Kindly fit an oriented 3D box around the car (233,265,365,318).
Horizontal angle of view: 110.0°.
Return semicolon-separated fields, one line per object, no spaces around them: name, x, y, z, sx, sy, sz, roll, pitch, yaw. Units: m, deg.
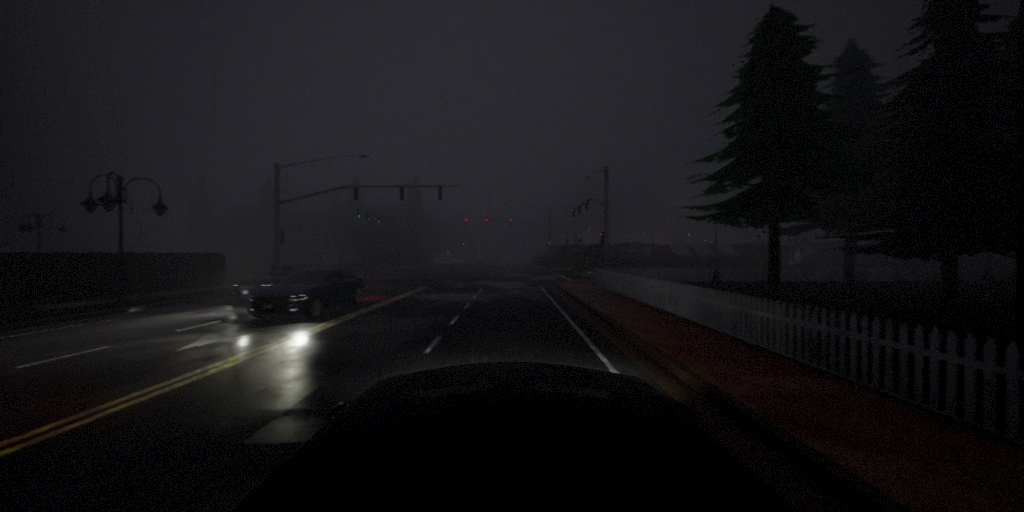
car;-7.050;1.168;12.885;1.882;1.535;5.008;0;1;1

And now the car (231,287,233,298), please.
car;-10.514;1.163;16.613;2.128;1.511;4.902;0;0;0
